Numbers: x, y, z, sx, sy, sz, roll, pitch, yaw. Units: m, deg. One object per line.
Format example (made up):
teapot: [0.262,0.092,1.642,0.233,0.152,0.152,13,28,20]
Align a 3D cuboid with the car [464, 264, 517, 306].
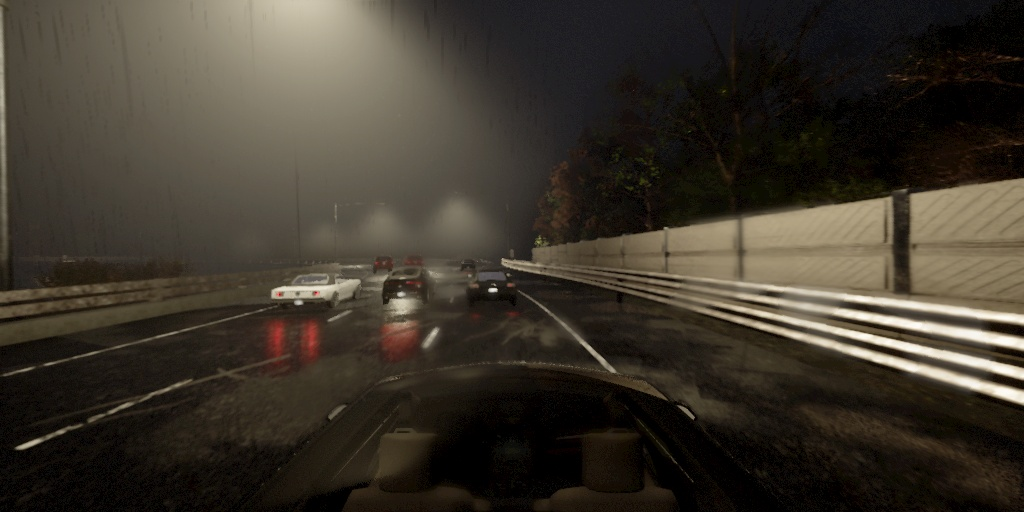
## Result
car: [-0.958,1.253,15.607,1.994,1.385,4.181,-1,0,-7]

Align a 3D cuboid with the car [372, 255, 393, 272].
car: [-15.410,0.929,42.837,2.150,2.045,5.566,-1,1,-22]

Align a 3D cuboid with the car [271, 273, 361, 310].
car: [-7.864,1.368,14.981,1.895,1.301,4.718,-1,0,-7]

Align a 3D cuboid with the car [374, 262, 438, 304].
car: [-4.553,1.229,16.236,1.837,1.490,4.892,-1,0,-7]

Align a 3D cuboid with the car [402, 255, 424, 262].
car: [-12.224,0.887,44.261,2.150,2.045,5.566,-1,1,-23]

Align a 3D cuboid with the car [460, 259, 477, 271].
car: [-5.503,1.090,45.735,1.837,1.490,4.892,-1,1,-5]
